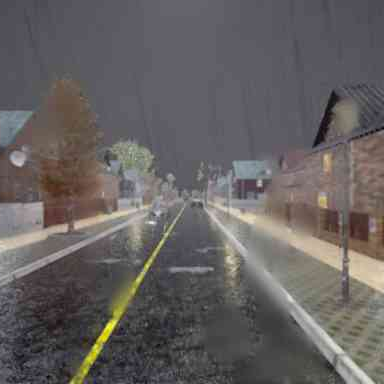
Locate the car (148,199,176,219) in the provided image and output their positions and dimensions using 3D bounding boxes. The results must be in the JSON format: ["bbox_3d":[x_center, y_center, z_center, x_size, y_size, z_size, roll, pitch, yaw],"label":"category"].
[{"bbox_3d":[-2.848,1.638,30.427,2.128,1.511,4.902,0,0,0],"label":"car"}]

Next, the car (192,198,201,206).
[{"bbox_3d":[0.818,1.917,63.012,1.812,1.442,4.674,0,0,0],"label":"car"}]

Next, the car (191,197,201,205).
[{"bbox_3d":[0.818,1.926,69.013,1.882,1.535,5.008,0,-1,0],"label":"car"}]

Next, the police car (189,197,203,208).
[{"bbox_3d":[0.819,1.736,53.123,1.930,1.638,5.238,0,0,0],"label":"police car"}]

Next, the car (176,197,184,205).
[{"bbox_3d":[-2.758,1.828,72.398,2.097,1.767,4.553,0,-1,0],"label":"car"}]
